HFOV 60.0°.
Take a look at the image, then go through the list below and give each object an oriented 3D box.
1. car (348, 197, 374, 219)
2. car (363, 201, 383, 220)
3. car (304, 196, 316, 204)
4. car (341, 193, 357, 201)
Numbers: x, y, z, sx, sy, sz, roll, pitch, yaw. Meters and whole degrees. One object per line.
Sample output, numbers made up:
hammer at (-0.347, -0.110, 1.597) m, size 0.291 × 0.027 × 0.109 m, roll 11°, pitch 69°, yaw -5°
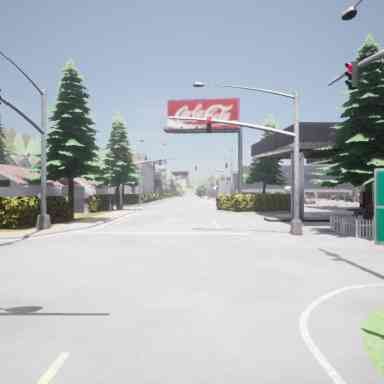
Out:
car at (14.310, 1.504, 25.024) m, size 3.866 × 1.878 × 1.905 m, roll 0°, pitch 0°, yaw 0°
car at (18.623, 1.672, 30.704) m, size 4.611 × 1.667 × 2.242 m, roll 0°, pitch 0°, yaw 0°
car at (22.351, 1.552, 64.110) m, size 1.970 × 1.475 × 3.806 m, roll 0°, pitch 0°, yaw 0°
car at (34.737, 1.489, 71.931) m, size 2.007 × 1.523 × 4.514 m, roll 0°, pitch 0°, yaw 0°
